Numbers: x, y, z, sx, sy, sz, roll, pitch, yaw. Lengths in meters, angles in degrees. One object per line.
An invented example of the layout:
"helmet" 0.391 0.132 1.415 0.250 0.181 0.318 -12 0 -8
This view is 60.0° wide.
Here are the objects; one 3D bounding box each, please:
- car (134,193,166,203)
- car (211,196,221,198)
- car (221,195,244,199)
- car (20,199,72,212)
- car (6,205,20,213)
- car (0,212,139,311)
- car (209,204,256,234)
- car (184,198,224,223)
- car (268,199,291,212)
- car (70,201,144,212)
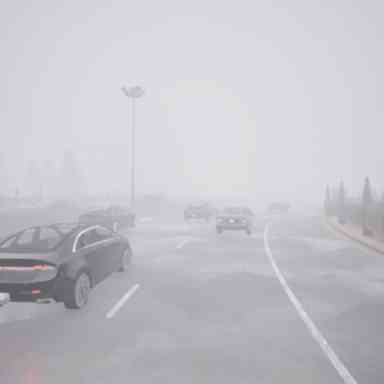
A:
"car" -5.091 1.183 39.758 2.150 2.045 5.566 0 0 25
"car" 4.918 1.575 68.233 1.994 1.385 4.181 0 0 39
"car" 8.613 1.436 67.141 2.097 1.767 4.553 0 0 42
"car" -12.557 1.408 30.087 1.882 1.535 5.008 0 0 19
"car" -15.506 1.528 32.389 1.895 1.301 4.718 0 0 19
"car" -2.828 1.458 7.741 2.128 1.511 4.902 0 0 5
"car" 2.602 1.511 19.104 2.033 1.411 5.357 0 0 14
"car" 0.842 1.448 25.466 2.128 1.511 4.902 0 0 17
"car" 10.138 1.505 38.598 1.812 1.442 4.674 0 0 28
"car" -4.576 1.452 18.815 1.837 1.490 4.892 0 0 12
